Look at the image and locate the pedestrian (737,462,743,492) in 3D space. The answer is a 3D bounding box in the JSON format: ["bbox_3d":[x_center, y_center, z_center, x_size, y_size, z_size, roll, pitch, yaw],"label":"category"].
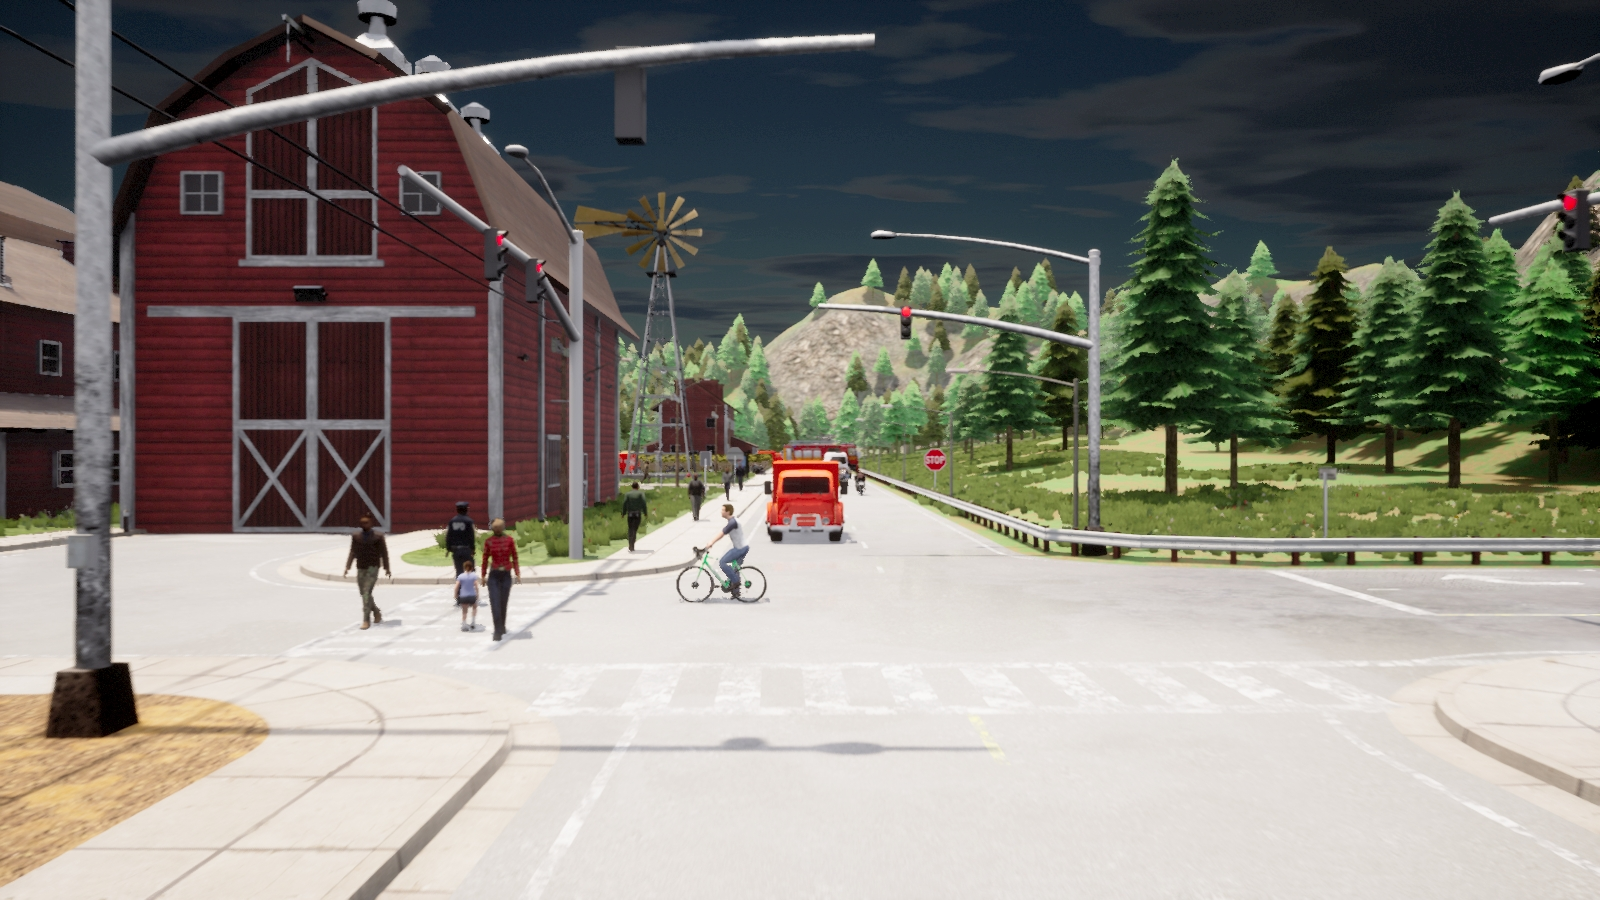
[{"bbox_3d":[-3.763,1.692,72.150,0.375,1.860,0.375,0,0,-3],"label":"pedestrian"}]

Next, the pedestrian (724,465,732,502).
[{"bbox_3d":[-3.661,1.694,58.334,0.375,1.860,0.375,0,0,5],"label":"pedestrian"}]

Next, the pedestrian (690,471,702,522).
[{"bbox_3d":[-3.817,1.694,41.946,0.375,1.860,0.375,0,0,0],"label":"pedestrian"}]

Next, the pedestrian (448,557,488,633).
[{"bbox_3d":[-5.068,2.203,17.452,0.500,1.100,0.500,0,0,-6],"label":"pedestrian"}]

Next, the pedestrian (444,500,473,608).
[{"bbox_3d":[-6.014,1.821,20.144,0.375,1.860,0.375,0,0,4],"label":"pedestrian"}]

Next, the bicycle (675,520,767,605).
[{"bbox_3d":[-1.424,2.034,20.759,1.643,1.496,0.373,0,0,-1],"label":"bicycle"}]

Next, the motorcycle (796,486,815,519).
[{"bbox_3d":[0.223,2.167,47.457,0.764,1.277,2.356,0,0,0],"label":"motorcycle"}]

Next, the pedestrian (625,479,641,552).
[{"bbox_3d":[-4.305,1.694,29.468,0.375,1.860,0.375,0,0,1],"label":"pedestrian"}]

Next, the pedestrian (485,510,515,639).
[{"bbox_3d":[-4.418,1.821,16.835,0.375,1.860,0.375,0,0,-8],"label":"pedestrian"}]

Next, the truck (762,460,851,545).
[{"bbox_3d":[0.170,1.566,36.326,2.627,2.467,5.204,0,0,0],"label":"truck"}]

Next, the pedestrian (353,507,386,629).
[{"bbox_3d":[-6.705,1.821,17.798,0.375,1.860,0.375,0,0,0],"label":"pedestrian"}]
